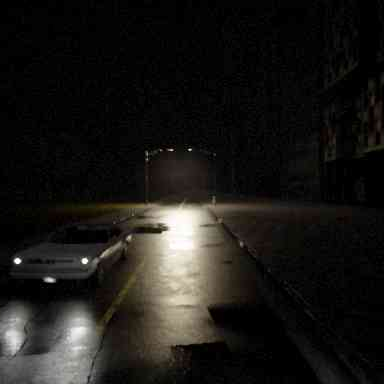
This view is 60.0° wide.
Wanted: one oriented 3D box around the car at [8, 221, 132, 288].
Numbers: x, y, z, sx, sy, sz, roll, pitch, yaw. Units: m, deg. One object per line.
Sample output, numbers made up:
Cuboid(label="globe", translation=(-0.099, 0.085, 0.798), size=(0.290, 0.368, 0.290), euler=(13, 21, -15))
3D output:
Cuboid(label="car", translation=(-3.008, 1.550, 9.269), size=(1.895, 1.301, 4.718), euler=(0, 0, 0))
